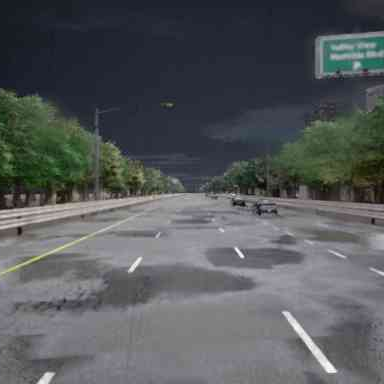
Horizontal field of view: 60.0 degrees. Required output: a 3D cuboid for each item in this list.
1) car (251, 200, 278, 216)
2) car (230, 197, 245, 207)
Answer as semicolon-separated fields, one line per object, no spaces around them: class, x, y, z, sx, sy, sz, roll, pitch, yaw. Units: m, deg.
car;7.010;1.492;32.500;2.128;1.511;4.902;0;0;0
car;7.016;1.497;51.374;1.882;1.535;5.008;0;0;0
